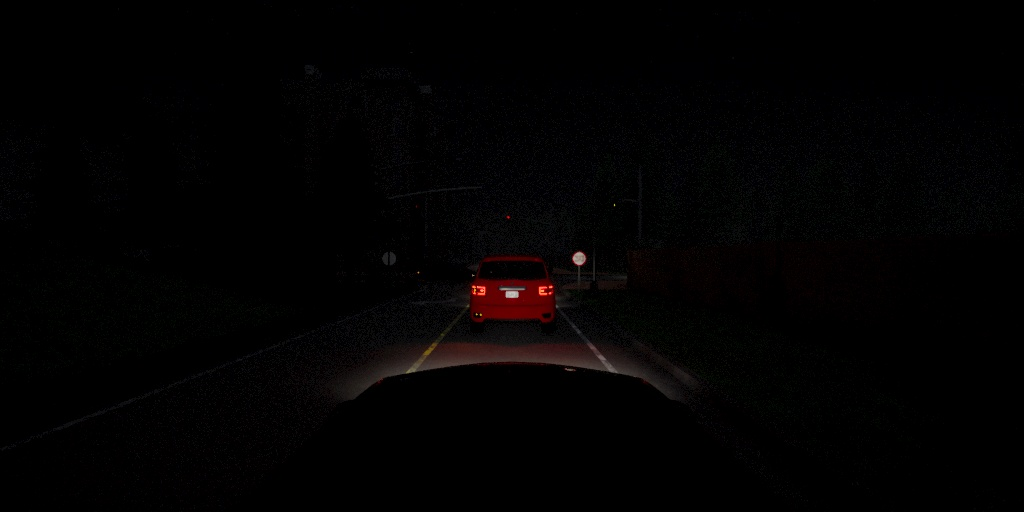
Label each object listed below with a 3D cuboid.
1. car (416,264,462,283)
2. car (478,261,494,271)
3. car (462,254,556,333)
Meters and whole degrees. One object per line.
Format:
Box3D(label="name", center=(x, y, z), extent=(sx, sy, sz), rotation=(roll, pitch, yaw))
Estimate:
Box3D(label="car", center=(-4.756, 1.302, 27.565), extent=(5.357, 1.411, 2.033), rotation=(0, 0, 24))
Box3D(label="car", center=(-3.550, 1.351, 50.041), extent=(1.895, 1.301, 4.718), rotation=(0, 0, 0))
Box3D(label="car", center=(0.051, 0.971, 10.871), extent=(2.150, 2.045, 5.566), rotation=(0, 0, 1))
